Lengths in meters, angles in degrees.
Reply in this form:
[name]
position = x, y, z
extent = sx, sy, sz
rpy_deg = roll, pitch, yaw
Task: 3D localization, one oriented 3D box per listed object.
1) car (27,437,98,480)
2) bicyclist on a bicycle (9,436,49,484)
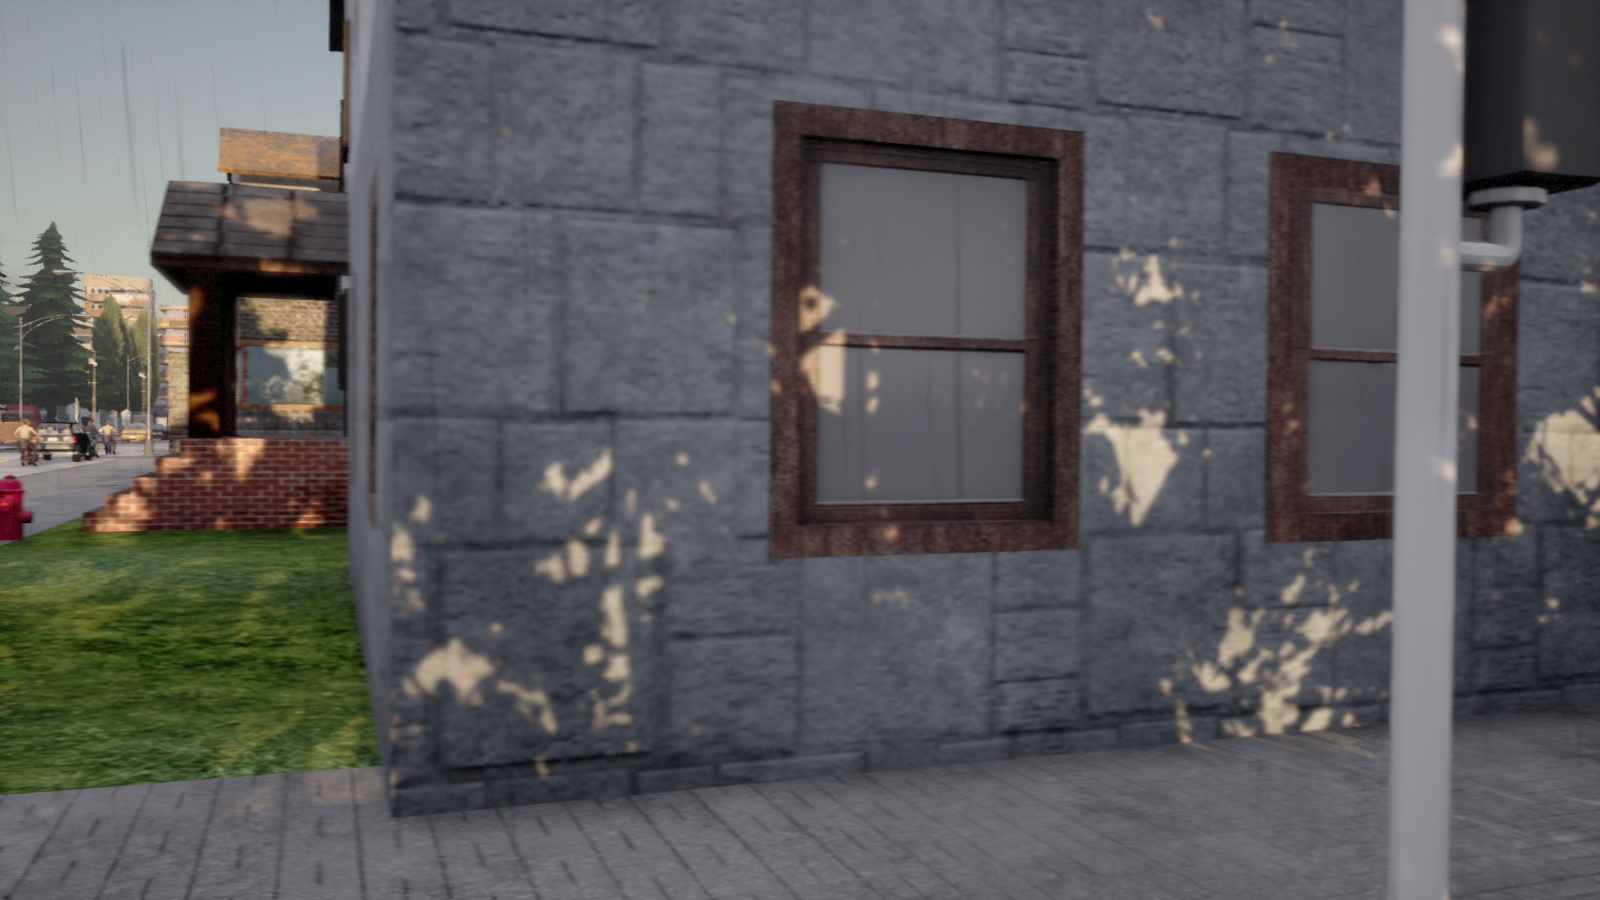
[car]
position = -28.670, 0.290, 48.913
extent = 1.789, 1.549, 3.705
rpy_deg = -1, 1, -21
[bicyclist on a bicycle]
position = -26.474, 0.318, 43.131
extent = 0.866, 1.612, 1.509
rpy_deg = -1, 1, -21
